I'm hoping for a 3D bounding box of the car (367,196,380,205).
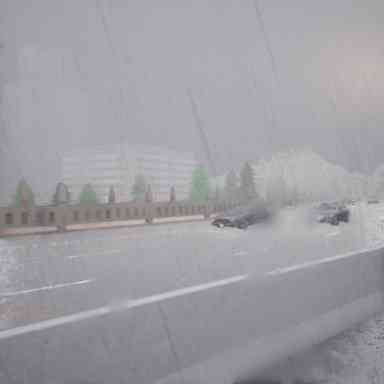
[{"bbox_3d":[31.531,1.482,57.801,2.033,1.411,5.357,-1,0,30],"label":"car"}]

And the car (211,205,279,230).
[{"bbox_3d":[3.563,1.567,21.406,2.033,1.411,5.357,0,0,44],"label":"car"}]

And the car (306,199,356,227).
[{"bbox_3d":[9.490,1.480,22.916,2.128,1.511,4.902,0,0,40],"label":"car"}]
